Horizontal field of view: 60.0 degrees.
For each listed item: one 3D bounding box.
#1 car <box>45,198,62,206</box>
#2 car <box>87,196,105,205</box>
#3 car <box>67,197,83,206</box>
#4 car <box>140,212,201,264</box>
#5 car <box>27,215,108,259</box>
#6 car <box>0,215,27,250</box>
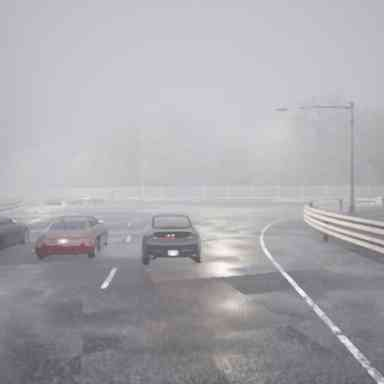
[{"bbox_3d":[-23.067,1.610,55.336,1.994,1.385,4.181,0,0,-34],"label":"car"},{"bbox_3d":[-17.130,1.499,59.045,1.882,1.535,5.008,0,0,-34],"label":"car"},{"bbox_3d":[-20.098,1.559,57.190,1.812,1.442,4.674,0,0,-34],"label":"car"},{"bbox_3d":[-0.795,1.499,11.943,1.837,1.490,4.892,0,0,-6],"label":"car"},{"bbox_3d":[-4.432,1.571,12.812,1.994,1.385,4.181,0,0,-7],"label":"car"},{"bbox_3d":[-7.978,1.584,13.012,1.994,1.385,4.181,0,0,-7],"label":"car"}]
